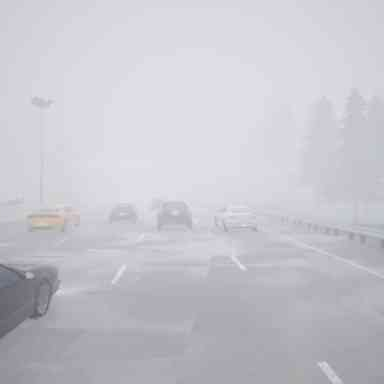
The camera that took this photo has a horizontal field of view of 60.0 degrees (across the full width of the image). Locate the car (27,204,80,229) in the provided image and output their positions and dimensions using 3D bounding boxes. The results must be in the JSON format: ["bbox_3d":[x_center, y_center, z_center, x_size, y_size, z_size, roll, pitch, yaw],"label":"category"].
[{"bbox_3d":[-8.030,1.465,19.704,1.882,1.535,5.008,0,0,-6],"label":"car"}]

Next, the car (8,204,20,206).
[{"bbox_3d":[-22.520,1.585,42.172,1.895,1.301,4.718,0,0,-13],"label":"car"}]

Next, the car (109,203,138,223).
[{"bbox_3d":[-5.208,1.537,25.669,1.994,1.385,4.181,0,0,-7],"label":"car"}]

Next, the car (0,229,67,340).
[{"bbox_3d":[-3.510,1.548,4.289,2.033,1.411,5.357,0,0,-1],"label":"car"}]

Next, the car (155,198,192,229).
[{"bbox_3d":[-1.234,1.323,21.806,2.097,1.767,4.553,0,0,-6],"label":"car"}]

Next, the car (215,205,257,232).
[{"bbox_3d":[2.520,1.493,19.648,1.812,1.442,4.674,0,0,-5],"label":"car"}]

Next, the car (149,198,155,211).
[{"bbox_3d":[-4.104,1.455,40.469,1.837,1.490,4.892,0,0,-11],"label":"car"}]
